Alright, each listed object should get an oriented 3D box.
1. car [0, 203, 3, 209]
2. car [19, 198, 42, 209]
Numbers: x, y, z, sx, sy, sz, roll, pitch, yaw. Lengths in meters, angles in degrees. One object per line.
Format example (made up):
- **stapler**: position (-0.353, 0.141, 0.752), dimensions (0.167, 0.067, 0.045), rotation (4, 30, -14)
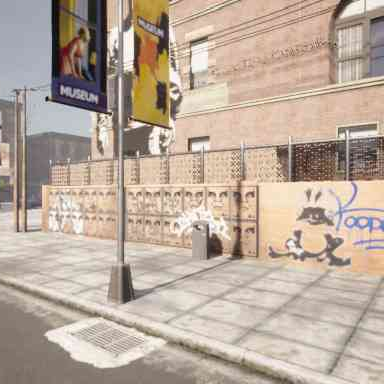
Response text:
- **car**: position (-25.905, 1.526, 41.576), dimensions (1.812, 1.442, 4.674), rotation (0, 0, 8)
- **car**: position (-21.637, 1.526, 44.700), dimensions (1.812, 1.442, 4.674), rotation (0, 0, 15)
